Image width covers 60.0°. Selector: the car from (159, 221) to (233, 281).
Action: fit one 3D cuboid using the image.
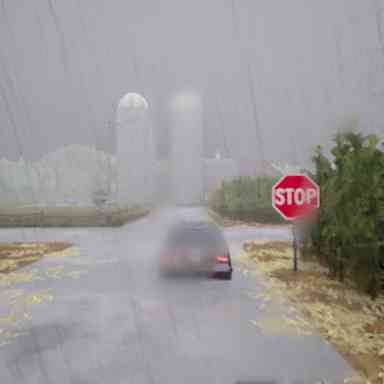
[{"bbox_3d":[0.092,1.592,9.947,2.033,1.411,5.357,0,-1,0],"label":"car"}]
